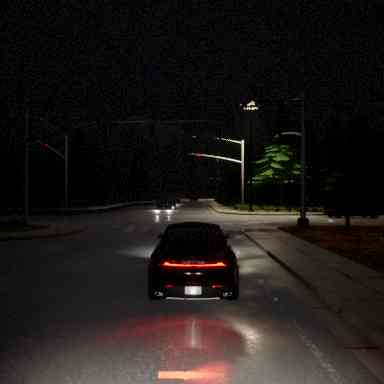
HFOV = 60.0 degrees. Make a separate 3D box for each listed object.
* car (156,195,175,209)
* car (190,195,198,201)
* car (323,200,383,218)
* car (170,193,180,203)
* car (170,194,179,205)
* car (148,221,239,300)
[{"bbox_3d":[-3.634,1.505,44.297,1.837,1.490,4.892,0,0,0],"label":"car"},{"bbox_3d":[0.485,1.540,80.393,2.033,1.411,5.357,0,0,2],"label":"car"},{"bbox_3d":[14.265,1.504,29.508,5.008,1.535,1.882,0,0,1],"label":"car"},{"bbox_3d":[-3.488,1.221,65.375,2.150,2.045,5.566,0,0,1],"label":"car"},{"bbox_3d":[-3.626,1.547,54.744,2.033,1.411,5.357,0,0,0],"label":"car"},{"bbox_3d":[0.041,1.501,8.354,1.837,1.490,4.892,0,0,0],"label":"car"}]
